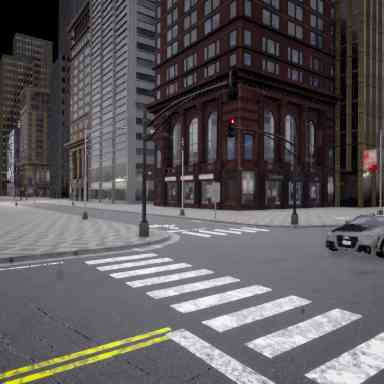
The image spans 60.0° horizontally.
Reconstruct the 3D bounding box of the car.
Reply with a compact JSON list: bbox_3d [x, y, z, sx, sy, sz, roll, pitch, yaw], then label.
[{"bbox_3d":[6.983,1.576,12.689,4.181,1.385,1.994,0,0,-36],"label":"car"}]
